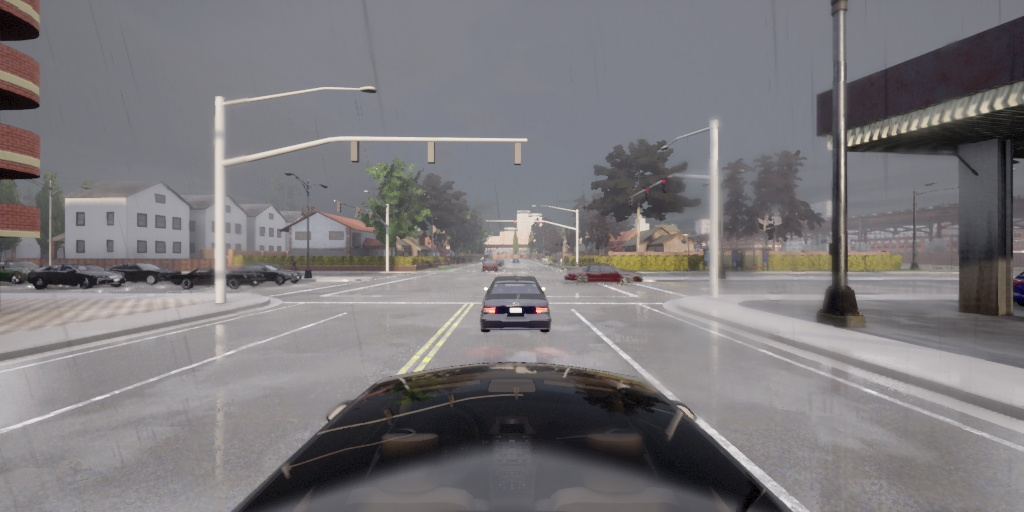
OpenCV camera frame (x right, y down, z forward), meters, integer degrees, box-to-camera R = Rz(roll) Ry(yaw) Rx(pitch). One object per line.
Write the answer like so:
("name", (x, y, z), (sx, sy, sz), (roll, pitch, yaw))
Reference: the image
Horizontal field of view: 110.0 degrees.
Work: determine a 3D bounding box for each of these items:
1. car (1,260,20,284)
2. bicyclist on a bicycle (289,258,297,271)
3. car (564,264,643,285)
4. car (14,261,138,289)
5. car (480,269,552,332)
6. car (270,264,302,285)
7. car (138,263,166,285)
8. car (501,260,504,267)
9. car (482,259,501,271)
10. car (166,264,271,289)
("car", (-36.057, 1.102, 26.084), (4.553, 1.767, 2.097), (0, 0, 1))
("bicyclist on a bicycle", (-26.527, 1.051, 43.416), (0.582, 1.620, 1.656), (0, 0, 1))
("car", (6.397, 1.297, 25.489), (5.357, 1.411, 2.033), (0, 0, 12))
("car", (-27.126, 1.242, 22.442), (4.902, 1.511, 2.128), (0, 0, 1))
("car", (0.085, 1.297, 10.768), (2.033, 1.411, 5.357), (0, 0, 0))
("car", (-17.710, 1.276, 25.812), (4.674, 1.442, 1.812), (0, 0, 1))
("car", (-26.772, 1.228, 25.935), (5.008, 1.535, 1.882), (0, 0, 1))
("car", (-2.703, 1.256, 64.949), (1.837, 1.490, 4.892), (0, 0, 1))
("car", (-2.784, 1.228, 45.826), (1.882, 1.535, 5.008), (0, 0, -1))
("car", (-18.094, 1.351, 22.285), (4.718, 1.301, 1.895), (0, 0, 1))
